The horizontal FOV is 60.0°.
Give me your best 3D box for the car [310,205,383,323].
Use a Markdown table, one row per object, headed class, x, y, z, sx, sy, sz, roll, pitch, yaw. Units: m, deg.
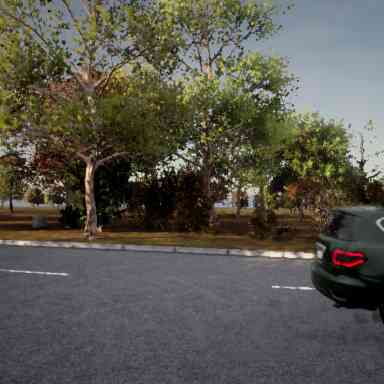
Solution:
| class | x | y | z | sx | sy | sz | roll | pitch | yaw |
| --- | --- | --- | --- | --- | --- | --- | --- | --- | --- |
| car | 5.030 | 1.290 | 5.861 | 5.566 | 2.045 | 2.150 | 1 | -1 | 7 |
